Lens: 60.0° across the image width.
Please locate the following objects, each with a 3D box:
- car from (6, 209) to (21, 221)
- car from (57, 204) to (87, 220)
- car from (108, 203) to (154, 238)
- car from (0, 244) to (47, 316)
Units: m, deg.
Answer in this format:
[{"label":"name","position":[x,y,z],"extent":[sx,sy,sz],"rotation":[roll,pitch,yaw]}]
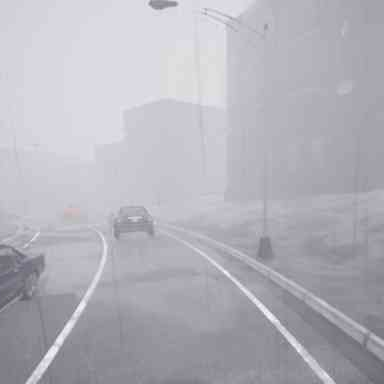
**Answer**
[{"label":"car","position":[-23.667,2.940,42.549],"extent":[4.674,1.442,1.812],"rotation":[-5,-1,41]},{"label":"car","position":[-13.489,2.099,37.109],"extent":[2.097,1.767,4.553],"rotation":[-3,-1,-37]},{"label":"car","position":[-3.633,1.512,19.290],"extent":[2.097,1.767,4.553],"rotation":[-1,-1,-18]},{"label":"car","position":[-4.134,1.654,5.650],"extent":[1.895,1.301,4.718],"rotation":[-1,0,-7]}]
